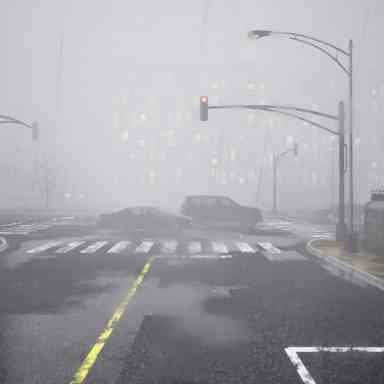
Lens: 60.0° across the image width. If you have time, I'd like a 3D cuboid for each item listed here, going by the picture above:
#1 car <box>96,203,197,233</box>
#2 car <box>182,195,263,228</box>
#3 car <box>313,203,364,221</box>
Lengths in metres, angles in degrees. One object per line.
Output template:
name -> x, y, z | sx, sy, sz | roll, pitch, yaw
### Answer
car -> -2.575, 1.521, 18.816 | 5.357, 1.411, 2.033 | 1, 0, -1
car -> 1.868, 1.257, 22.144 | 5.566, 2.045, 2.150 | 1, 0, -1
car -> 13.164, 1.694, 29.036 | 4.892, 1.490, 1.837 | 1, 0, -1
